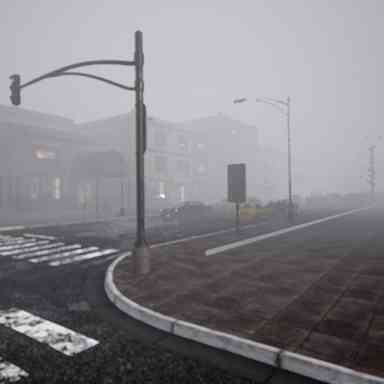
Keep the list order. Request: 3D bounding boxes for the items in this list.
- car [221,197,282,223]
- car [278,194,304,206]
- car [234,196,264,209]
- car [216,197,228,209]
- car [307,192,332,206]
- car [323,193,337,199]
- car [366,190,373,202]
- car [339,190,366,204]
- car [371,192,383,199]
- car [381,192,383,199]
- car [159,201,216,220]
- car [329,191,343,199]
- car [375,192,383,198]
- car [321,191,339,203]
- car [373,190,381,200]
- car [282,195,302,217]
[{"bbox_3d":[4.071,1.214,22.069,1.752,1.417,4.829,0,0,36],"label":"car"},{"bbox_3d":[13.309,1.078,44.533,1.812,1.442,4.674,-1,0,37],"label":"car"},{"bbox_3d":[6.961,1.240,40.286,1.802,1.307,4.206,0,0,36],"label":"car"},{"bbox_3d":[3.606,1.236,35.674,1.752,1.417,4.829,0,0,36],"label":"car"},{"bbox_3d":[16.450,1.061,43.576,1.994,1.385,4.181,-1,0,36],"label":"car"},{"bbox_3d":[29.743,0.884,71.606,1.802,1.307,4.206,0,0,36],"label":"car"},{"bbox_3d":[26.665,0.835,52.369,1.837,1.490,4.892,-1,0,36],"label":"car"},{"bbox_3d":[22.542,0.872,46.712,1.882,1.535,5.008,-1,0,36],"label":"car"},{"bbox_3d":[39.773,0.695,71.149,1.947,1.339,4.313,0,0,36],"label":"car"},{"bbox_3d":[36.518,0.745,66.675,1.947,1.339,4.313,0,0,36],"label":"car"},{"bbox_3d":[-0.420,1.371,25.751,1.895,1.301,4.718,-1,0,36],"label":"car"},{"bbox_3d":[32.997,0.692,76.080,1.967,1.590,4.097,0,0,36],"label":"car"},{"bbox_3d":[42.853,0.627,75.371,1.887,1.381,4.507,0,0,36],"label":"car"},{"bbox_3d":[21.640,0.920,50.807,1.837,1.490,4.892,-1,0,36],"label":"car"},{"bbox_3d":[33.261,0.544,62.200,2.192,1.841,5.009,0,0,36],"label":"car"},{"bbox_3d":[7.226,1.189,26.406,2.008,1.369,4.403,0,0,36],"label":"car"}]
